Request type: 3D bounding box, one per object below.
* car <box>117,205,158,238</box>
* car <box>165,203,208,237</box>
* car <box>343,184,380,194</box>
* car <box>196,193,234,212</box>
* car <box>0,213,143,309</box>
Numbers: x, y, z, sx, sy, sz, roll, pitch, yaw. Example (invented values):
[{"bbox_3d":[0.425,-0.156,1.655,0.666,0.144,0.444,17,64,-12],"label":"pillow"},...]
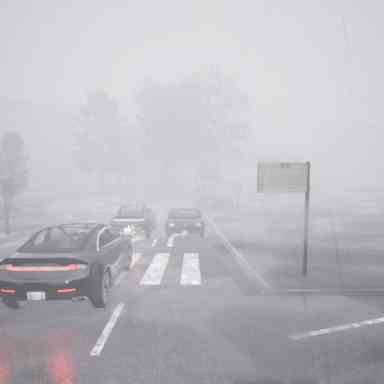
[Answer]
[{"bbox_3d":[-2.877,1.400,17.025,2.128,1.511,4.902,0,1,-1],"label":"car"},{"bbox_3d":[-0.358,1.498,17.583,1.895,1.301,4.718,0,1,-1],"label":"car"},{"bbox_3d":[23.139,-0.472,45.376,4.718,1.301,1.895,-2,5,-17],"label":"car"},{"bbox_3d":[2.121,0.844,29.756,2.128,1.511,4.902,3,5,31],"label":"car"},{"bbox_3d":[-2.604,1.477,7.846,2.128,1.511,4.902,0,0,-2],"label":"car"}]
